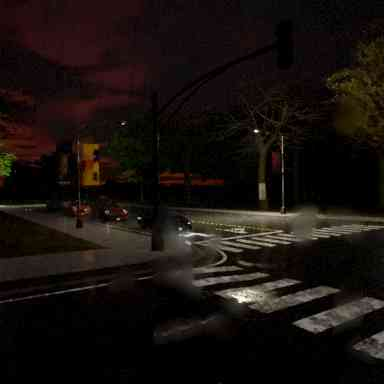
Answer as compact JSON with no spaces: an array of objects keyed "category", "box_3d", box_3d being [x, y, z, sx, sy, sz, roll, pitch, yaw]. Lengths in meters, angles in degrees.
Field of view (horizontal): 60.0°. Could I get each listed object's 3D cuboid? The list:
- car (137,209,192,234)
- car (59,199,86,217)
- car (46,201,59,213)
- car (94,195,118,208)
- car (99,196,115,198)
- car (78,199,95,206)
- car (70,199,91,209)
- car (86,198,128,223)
[{"category":"car","box_3d":[-2.002,1.819,22.046,2.033,1.411,5.357,-1,0,-29]},{"category":"car","box_3d":[-13.110,1.812,37.817,2.097,1.767,4.553,-1,0,-35]},{"category":"car","box_3d":[-18.867,2.035,46.121,1.882,1.535,5.008,-1,0,-35]},{"category":"car","box_3d":[-15.055,1.653,57.916,2.150,2.045,5.566,-1,0,-35]},{"category":"car","box_3d":[-13.811,1.782,50.373,2.097,1.767,4.553,-1,0,-35]},{"category":"car","box_3d":[-21.172,2.100,66.661,1.994,1.385,4.181,-1,0,-35]},{"category":"car","box_3d":[-19.674,2.079,58.683,2.033,1.411,5.357,-1,0,-35]},{"category":"car","box_3d":[-7.500,1.717,29.798,2.097,1.767,4.553,-1,0,-35]}]
